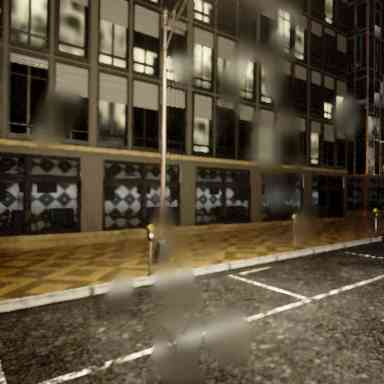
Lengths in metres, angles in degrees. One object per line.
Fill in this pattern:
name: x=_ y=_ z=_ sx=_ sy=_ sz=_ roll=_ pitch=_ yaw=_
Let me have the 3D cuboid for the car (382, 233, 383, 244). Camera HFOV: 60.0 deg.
car: x=9.170 y=1.495 z=13.080 sx=4.206 sy=1.307 sz=1.802 roll=0 pitch=1 yaw=-35
